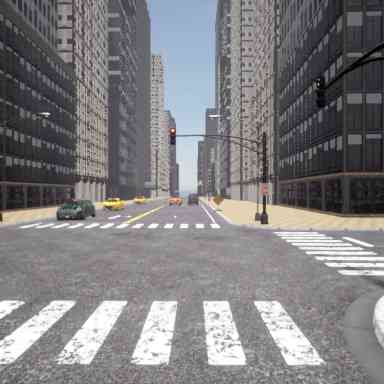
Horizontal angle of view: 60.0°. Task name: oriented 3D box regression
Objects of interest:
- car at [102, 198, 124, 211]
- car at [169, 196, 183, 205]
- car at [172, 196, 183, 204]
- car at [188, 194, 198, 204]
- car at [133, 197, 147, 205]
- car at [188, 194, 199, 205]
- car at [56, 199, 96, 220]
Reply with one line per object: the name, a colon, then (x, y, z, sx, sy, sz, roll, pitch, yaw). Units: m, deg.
car: (-9.742, 1.524, 41.411, 1.882, 1.535, 5.008, 0, 0, 0)
car: (-2.994, 1.452, 60.019, 2.097, 1.767, 4.553, 0, 0, 0)
car: (-2.998, 1.634, 70.208, 2.128, 1.511, 4.902, 0, 0, 0)
car: (0.254, 1.361, 70.439, 2.150, 2.045, 5.566, 0, 0, 0)
car: (-9.614, 1.584, 61.676, 1.882, 1.535, 5.008, 0, 0, 1)
car: (0.255, 1.605, 60.233, 1.837, 1.490, 4.892, 0, -1, 0)
car: (-9.777, 1.374, 28.310, 2.097, 1.767, 4.553, 0, 0, 0)
